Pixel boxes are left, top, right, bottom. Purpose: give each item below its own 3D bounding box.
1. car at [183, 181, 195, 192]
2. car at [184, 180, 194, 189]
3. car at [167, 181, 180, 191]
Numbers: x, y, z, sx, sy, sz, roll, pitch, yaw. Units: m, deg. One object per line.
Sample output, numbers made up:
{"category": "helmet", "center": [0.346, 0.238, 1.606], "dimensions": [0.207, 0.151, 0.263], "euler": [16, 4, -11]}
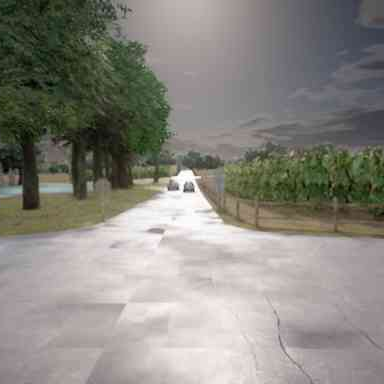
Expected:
{"category": "car", "center": [-0.493, -0.728, 54.632], "dimensions": [1.994, 1.385, 4.181], "euler": [0, 3, -1]}
{"category": "car", "center": [-0.583, -1.401, 64.612], "dimensions": [1.882, 1.535, 5.008], "euler": [0, 4, -1]}
{"category": "car", "center": [-3.281, -1.176, 58.791], "dimensions": [2.097, 1.767, 4.553], "euler": [0, 3, -1]}
